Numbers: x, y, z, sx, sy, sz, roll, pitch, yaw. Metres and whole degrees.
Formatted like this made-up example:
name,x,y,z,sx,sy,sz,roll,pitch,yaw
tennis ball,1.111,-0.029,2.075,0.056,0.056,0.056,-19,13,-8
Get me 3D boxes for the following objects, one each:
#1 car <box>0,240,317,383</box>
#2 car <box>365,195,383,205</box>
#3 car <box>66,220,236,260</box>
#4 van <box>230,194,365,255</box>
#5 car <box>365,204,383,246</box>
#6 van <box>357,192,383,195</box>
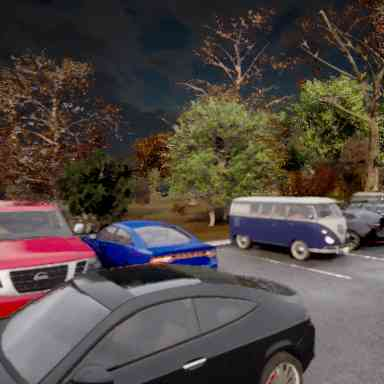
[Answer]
name,x,y,z,sx,sy,sz,roll,pitch,yaw
car,-0.703,1.524,3.166,4.674,1.442,1.812,0,0,-36
car,7.810,1.164,15.128,2.185,1.767,4.553,-1,1,-35
car,-1.405,1.471,8.586,2.097,1.535,5.008,0,0,-36
van,3.363,1.169,11.848,1.878,1.987,4.442,-1,1,-35
car,5.580,1.370,13.614,2.163,1.488,4.792,-1,1,-36
van,10.121,1.008,16.959,1.878,1.987,4.442,-1,1,-35
